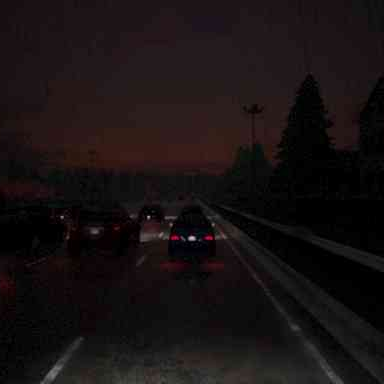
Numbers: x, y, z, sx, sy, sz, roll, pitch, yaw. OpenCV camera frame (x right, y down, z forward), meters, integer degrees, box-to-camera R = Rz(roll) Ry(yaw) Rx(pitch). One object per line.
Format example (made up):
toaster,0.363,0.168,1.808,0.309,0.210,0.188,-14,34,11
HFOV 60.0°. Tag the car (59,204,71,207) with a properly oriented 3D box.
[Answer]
car,-10.492,1.783,29.304,1.837,1.490,4.892,0,0,0

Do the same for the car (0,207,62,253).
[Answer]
car,-6.994,1.643,14.301,1.837,1.490,4.892,0,0,0

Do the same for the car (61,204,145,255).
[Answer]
car,-3.496,1.483,14.086,2.097,1.767,4.553,0,-1,0

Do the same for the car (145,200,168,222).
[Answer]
car,-3.492,1.783,29.308,1.837,1.490,4.892,0,0,0

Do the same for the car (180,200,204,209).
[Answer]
car,0.008,1.783,29.292,1.837,1.490,4.892,0,0,0

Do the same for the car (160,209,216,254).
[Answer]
car,0.003,1.679,13.990,2.033,1.411,5.357,0,-1,0

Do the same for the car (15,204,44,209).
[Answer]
car,-13.992,1.783,29.310,1.837,1.490,4.892,0,0,0

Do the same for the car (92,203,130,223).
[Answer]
car,-6.992,1.768,29.302,2.128,1.511,4.902,0,0,0
